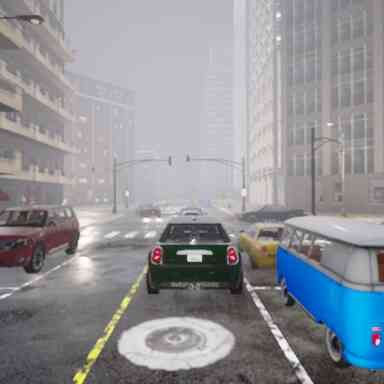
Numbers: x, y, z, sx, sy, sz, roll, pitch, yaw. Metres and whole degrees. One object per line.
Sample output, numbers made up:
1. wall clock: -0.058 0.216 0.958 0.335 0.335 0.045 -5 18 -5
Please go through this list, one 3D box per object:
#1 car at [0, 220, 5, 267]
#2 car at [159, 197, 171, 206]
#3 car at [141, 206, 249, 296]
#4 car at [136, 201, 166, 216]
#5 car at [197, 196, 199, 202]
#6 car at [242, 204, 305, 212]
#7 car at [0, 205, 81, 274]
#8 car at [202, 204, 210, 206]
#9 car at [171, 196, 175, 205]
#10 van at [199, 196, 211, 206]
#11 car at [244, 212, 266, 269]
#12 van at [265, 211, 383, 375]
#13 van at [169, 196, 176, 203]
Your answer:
1. car: -5.311 1.478 5.520 1.967 1.590 4.097 0 0 0
2. car: -5.332 1.986 59.885 1.752 1.417 4.829 0 -1 0
3. car: 0.067 1.412 9.011 2.097 1.767 4.553 0 0 0
4. car: -4.343 1.803 33.107 1.994 1.385 4.181 0 -1 -20
5. car: 2.541 2.216 82.265 1.887 1.381 4.507 0 -1 0
6. car: 5.961 1.649 25.466 5.357 1.411 2.033 -1 0 -7
7. car: -5.312 1.390 11.056 2.192 1.841 5.009 0 0 0
8. car: -0.025 1.666 20.213 1.812 1.442 4.674 0 0 0
9. car: -5.335 2.004 71.160 1.967 1.590 4.097 0 -1 0
10. van: 2.549 1.803 60.059 1.690 1.788 3.998 0 -1 0
11. car: 2.566 1.601 11.234 1.752 1.417 4.829 0 0 0
12. van: 2.570 1.378 5.529 1.690 1.788 3.998 0 0 0
13. van: -5.343 2.123 93.368 1.690 1.788 3.998 0 -1 0
